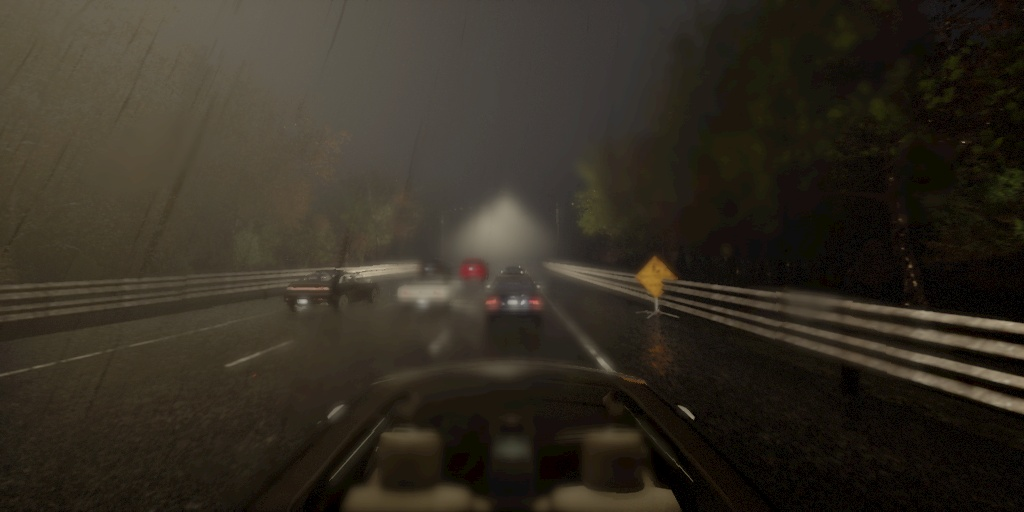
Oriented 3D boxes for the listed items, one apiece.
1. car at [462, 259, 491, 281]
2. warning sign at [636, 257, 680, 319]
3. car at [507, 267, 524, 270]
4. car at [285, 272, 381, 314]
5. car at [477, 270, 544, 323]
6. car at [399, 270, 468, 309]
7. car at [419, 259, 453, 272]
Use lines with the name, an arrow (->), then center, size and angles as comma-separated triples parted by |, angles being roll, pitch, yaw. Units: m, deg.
car -> -3.129, 1.257, 31.823 | 2.150, 2.045, 5.566 | 0, -1, 1
warning sign -> 4.581, 0.959, 11.287 | 1.300, 1.860, 1.060 | 0, 0, 0
car -> 0.279, 1.545, 27.596 | 2.033, 1.411, 5.357 | 0, 0, 1
car -> -6.893, 1.366, 14.391 | 2.128, 1.511, 4.902 | 0, -1, 1
car -> 0.110, 1.404, 12.651 | 2.033, 1.411, 5.357 | 0, -1, 1
car -> -3.346, 1.489, 15.907 | 1.895, 1.301, 4.718 | 0, -1, 1
car -> -6.632, 1.258, 31.824 | 2.150, 2.045, 5.566 | 0, -1, 1
